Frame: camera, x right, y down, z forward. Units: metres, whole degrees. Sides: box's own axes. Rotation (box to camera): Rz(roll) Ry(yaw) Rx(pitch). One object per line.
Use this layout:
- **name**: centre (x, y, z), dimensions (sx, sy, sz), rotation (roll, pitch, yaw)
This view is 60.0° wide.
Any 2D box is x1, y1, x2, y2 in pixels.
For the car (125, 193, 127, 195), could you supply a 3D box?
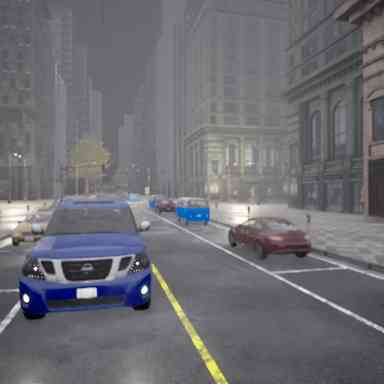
- **car**: centre (-14.660, 1.403, 81.033), dimensions (1.947, 1.339, 4.313), rotation (0, 0, -14)

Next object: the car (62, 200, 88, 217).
- **car**: centre (-11.011, 1.482, 31.523), dimensions (1.887, 1.381, 4.507), rotation (0, 0, -14)

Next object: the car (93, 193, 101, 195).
- **car**: centre (-20.254, 1.400, 68.302), dimensions (1.752, 1.417, 4.829), rotation (0, 0, -14)

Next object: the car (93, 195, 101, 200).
- **car**: centre (-25.452, 1.401, 88.988), dimensions (2.008, 1.369, 4.403), rotation (0, 0, -14)

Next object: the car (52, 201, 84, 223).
- **car**: centre (-9.662, 1.493, 26.165), dimensions (1.887, 1.381, 4.507), rotation (0, 0, -14)

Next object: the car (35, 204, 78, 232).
- **car**: centre (-8.313, 1.505, 20.807), dimensions (1.887, 1.381, 4.507), rotation (0, 0, -14)

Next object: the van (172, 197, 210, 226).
- **van**: centre (-0.016, 1.277, 22.876), dimensions (1.690, 1.788, 3.998), rotation (0, 0, -14)

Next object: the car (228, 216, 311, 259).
- **car**: centre (2.678, 1.542, 12.160), dimensions (1.802, 1.307, 4.206), rotation (0, 0, -14)

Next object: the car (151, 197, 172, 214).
- **car**: centre (-2.710, 1.457, 33.592), dimensions (1.887, 1.381, 4.507), rotation (0, 0, -14)

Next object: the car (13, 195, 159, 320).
- **car**: centre (-2.287, 1.204, 7.829), dimensions (2.150, 2.045, 5.566), rotation (0, 0, -14)

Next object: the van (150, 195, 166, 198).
- **van**: centre (-4.057, 1.243, 38.950), dimensions (1.690, 1.788, 3.998), rotation (0, 0, -14)

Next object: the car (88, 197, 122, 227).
- **car**: centre (-6.068, 1.301, 23.252), dimensions (2.097, 1.767, 4.553), rotation (0, 0, -14)

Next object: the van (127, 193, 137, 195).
- **van**: centre (-13.339, 1.184, 75.784), dimensions (1.690, 1.788, 3.998), rotation (0, 0, -14)

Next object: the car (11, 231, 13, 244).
- **car**: centre (-4.265, 1.540, 4.732), dimensions (1.887, 1.381, 4.507), rotation (0, 0, -14)
